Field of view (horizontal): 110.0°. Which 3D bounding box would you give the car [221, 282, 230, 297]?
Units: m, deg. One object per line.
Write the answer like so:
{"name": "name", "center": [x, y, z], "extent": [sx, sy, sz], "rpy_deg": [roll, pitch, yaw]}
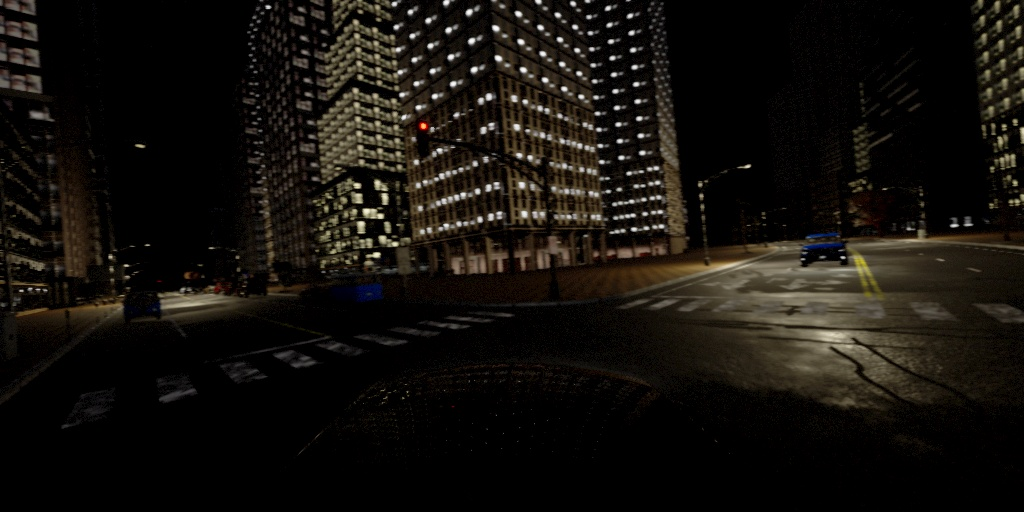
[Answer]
{"name": "car", "center": [-36.476, 4.303, 47.507], "extent": [5.009, 1.841, 2.192], "rpy_deg": [0, 0, 45]}

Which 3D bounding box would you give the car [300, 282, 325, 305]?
{"name": "car", "center": [-12.861, 2.465, 24.216], "extent": [4.507, 1.381, 1.888], "rpy_deg": [0, 0, 45]}

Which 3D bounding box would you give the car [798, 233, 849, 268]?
{"name": "car", "center": [20.158, -0.425, 23.186], "extent": [2.150, 2.045, 5.566], "rpy_deg": [-5, -1, 43]}

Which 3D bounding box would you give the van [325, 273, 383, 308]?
{"name": "van", "center": [-8.865, 1.911, 20.396], "extent": [3.998, 1.789, 1.690], "rpy_deg": [0, 0, 45]}

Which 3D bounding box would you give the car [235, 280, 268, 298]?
{"name": "car", "center": [-28.609, 3.615, 39.737], "extent": [5.009, 1.841, 2.192], "rpy_deg": [0, 0, 45]}

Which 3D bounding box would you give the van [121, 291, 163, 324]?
{"name": "van", "center": [-22.667, 3.073, 22.108], "extent": [3.998, 1.789, 1.690], "rpy_deg": [0, 0, 45]}

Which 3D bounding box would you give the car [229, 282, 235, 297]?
{"name": "car", "center": [-32.542, 4.190, 43.622], "extent": [4.507, 1.381, 1.888], "rpy_deg": [0, 0, 45]}
